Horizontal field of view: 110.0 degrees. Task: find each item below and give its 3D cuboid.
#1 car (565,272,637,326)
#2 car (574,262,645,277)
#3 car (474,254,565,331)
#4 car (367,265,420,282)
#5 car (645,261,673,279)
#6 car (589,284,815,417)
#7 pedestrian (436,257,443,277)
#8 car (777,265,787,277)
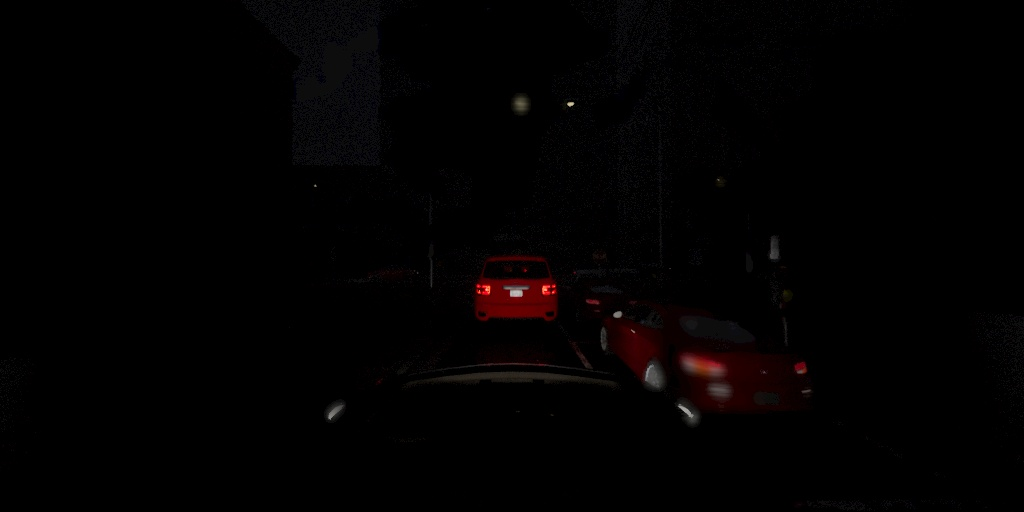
[{"bbox_3d":[2.652,1.330,11.241,1.802,1.307,4.207,0,0,0],"label":"car"},{"bbox_3d":[7.211,1.256,27.372,4.718,1.301,1.895,-1,-1,0],"label":"car"},{"bbox_3d":[0.115,0.970,11.070,2.150,2.045,5.566,0,0,0],"label":"car"},{"bbox_3d":[-10.020,1.433,30.437,4.181,1.385,1.994,-1,-1,0],"label":"car"},{"bbox_3d":[11.072,1.188,30.321,4.674,1.442,1.812,0,-1,0],"label":"car"},{"bbox_3d":[2.643,1.331,5.802,1.802,1.307,4.207,0,0,0],"label":"car"},{"bbox_3d":[-6.775,1.029,33.338,0.375,1.860,0.375,0,0,0],"label":"pedestrian"},{"bbox_3d":[25.221,1.024,30.239,5.008,1.535,1.882,0,-1,0],"label":"car"}]
